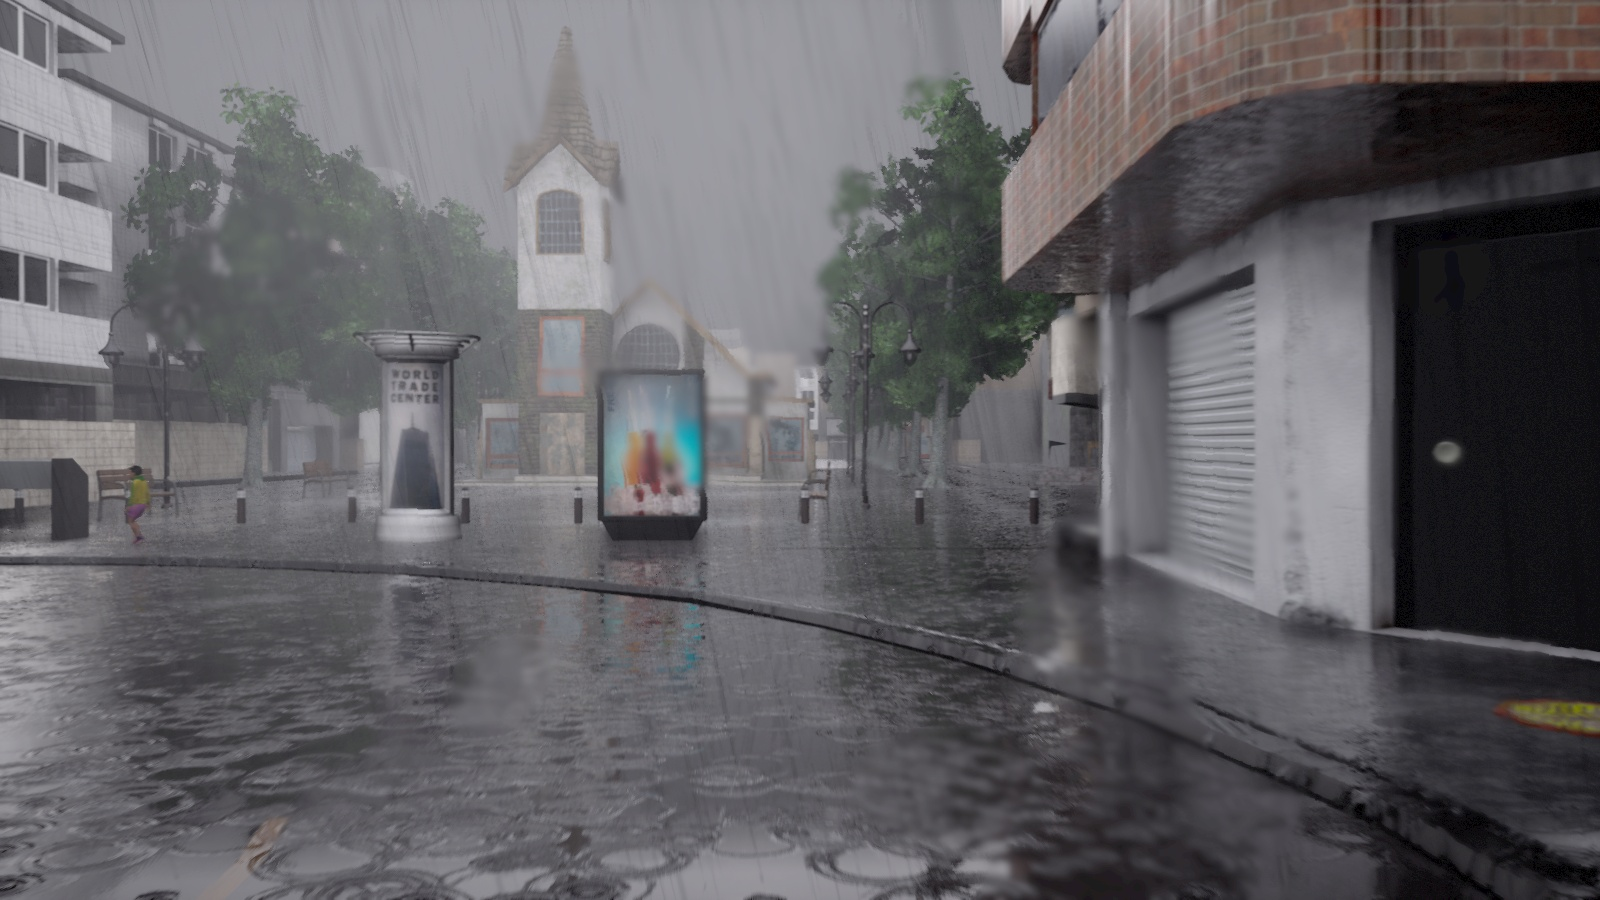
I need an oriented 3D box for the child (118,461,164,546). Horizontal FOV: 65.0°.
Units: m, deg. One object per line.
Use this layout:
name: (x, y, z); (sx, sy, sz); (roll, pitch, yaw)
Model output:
child: (-9.107, 0.736, 17.351); (0.473, 1.160, 0.299); (0, 0, 2)
